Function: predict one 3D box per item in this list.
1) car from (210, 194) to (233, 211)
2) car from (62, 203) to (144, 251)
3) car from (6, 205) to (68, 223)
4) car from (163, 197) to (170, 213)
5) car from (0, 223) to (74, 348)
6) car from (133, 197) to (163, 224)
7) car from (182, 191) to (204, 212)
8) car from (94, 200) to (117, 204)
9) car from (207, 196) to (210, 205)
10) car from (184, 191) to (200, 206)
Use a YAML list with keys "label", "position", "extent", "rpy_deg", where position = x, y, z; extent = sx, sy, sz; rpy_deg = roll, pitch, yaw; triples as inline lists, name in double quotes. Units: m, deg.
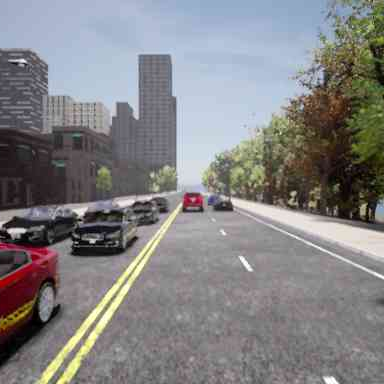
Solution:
- label: "car"
  position: [3.353, 1.280, 36.325]
  extent: [1.994, 1.385, 4.181]
  rpy_deg: [0, 0, 0]
- label: "car"
  position: [-3.351, 1.398, 13.597]
  extent: [1.837, 1.490, 4.892]
  rpy_deg: [0, 0, 0]
- label: "car"
  position: [-6.601, 1.374, 14.908]
  extent: [2.128, 1.511, 4.902]
  rpy_deg: [0, 0, 0]
- label: "car"
  position: [-3.304, 1.216, 33.447]
  extent: [1.882, 1.535, 5.008]
  rpy_deg: [0, 0, 0]
- label: "car"
  position: [-3.349, 1.445, 4.107]
  extent: [1.882, 1.535, 5.008]
  rpy_deg: [0, 0, 0]
- label: "car"
  position: [-3.341, 1.324, 23.098]
  extent: [1.837, 1.490, 4.892]
  rpy_deg: [0, 0, 0]
- label: "car"
  position: [0.097, 0.947, 35.043]
  extent: [2.150, 2.045, 5.566]
  rpy_deg: [0, 0, 0]
- label: "car"
  position: [-6.592, 1.349, 25.338]
  extent: [2.033, 1.411, 5.357]
  rpy_deg: [0, 0, 0]
- label: "car"
  position: [3.279, 1.094, 48.757]
  extent: [1.882, 1.535, 5.008]
  rpy_deg: [0, 1, 0]
- label: "car"
  position: [0.013, 0.855, 47.021]
  extent: [2.150, 2.045, 5.566]
  rpy_deg: [0, 1, 0]
